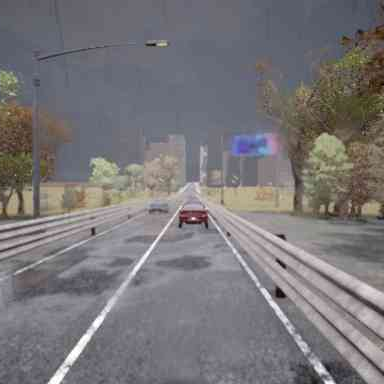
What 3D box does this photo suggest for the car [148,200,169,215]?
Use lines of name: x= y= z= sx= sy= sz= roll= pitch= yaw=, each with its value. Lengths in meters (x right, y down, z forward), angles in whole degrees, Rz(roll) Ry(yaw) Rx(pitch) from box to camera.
car: x=-3.363 y=1.538 z=34.412 sx=2.033 sy=1.411 sz=5.357 roll=0 pitch=0 yaw=0

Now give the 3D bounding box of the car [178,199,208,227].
car: x=0.094 y=1.471 z=22.757 sx=1.882 sy=1.535 sz=5.008 roll=0 pitch=0 yaw=0

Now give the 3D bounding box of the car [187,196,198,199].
car: x=0.077 y=1.340 z=41.886 sx=2.097 sy=1.767 sz=4.553 roll=0 pitch=0 yaw=0
